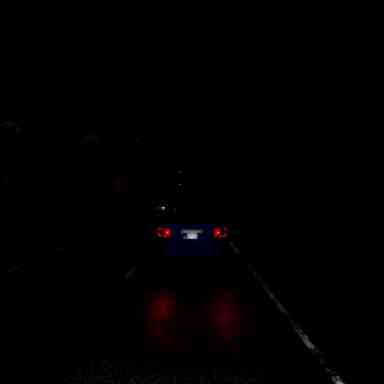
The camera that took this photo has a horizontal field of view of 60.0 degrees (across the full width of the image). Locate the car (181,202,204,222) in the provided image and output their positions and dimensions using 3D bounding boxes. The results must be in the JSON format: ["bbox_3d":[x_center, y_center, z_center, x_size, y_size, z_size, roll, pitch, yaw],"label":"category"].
[{"bbox_3d":[0.050,1.634,28.393,1.812,1.442,4.674,0,0,0],"label":"car"}]

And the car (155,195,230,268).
[{"bbox_3d":[0.035,1.270,11.574,2.150,2.045,5.566,0,0,1],"label":"car"}]
